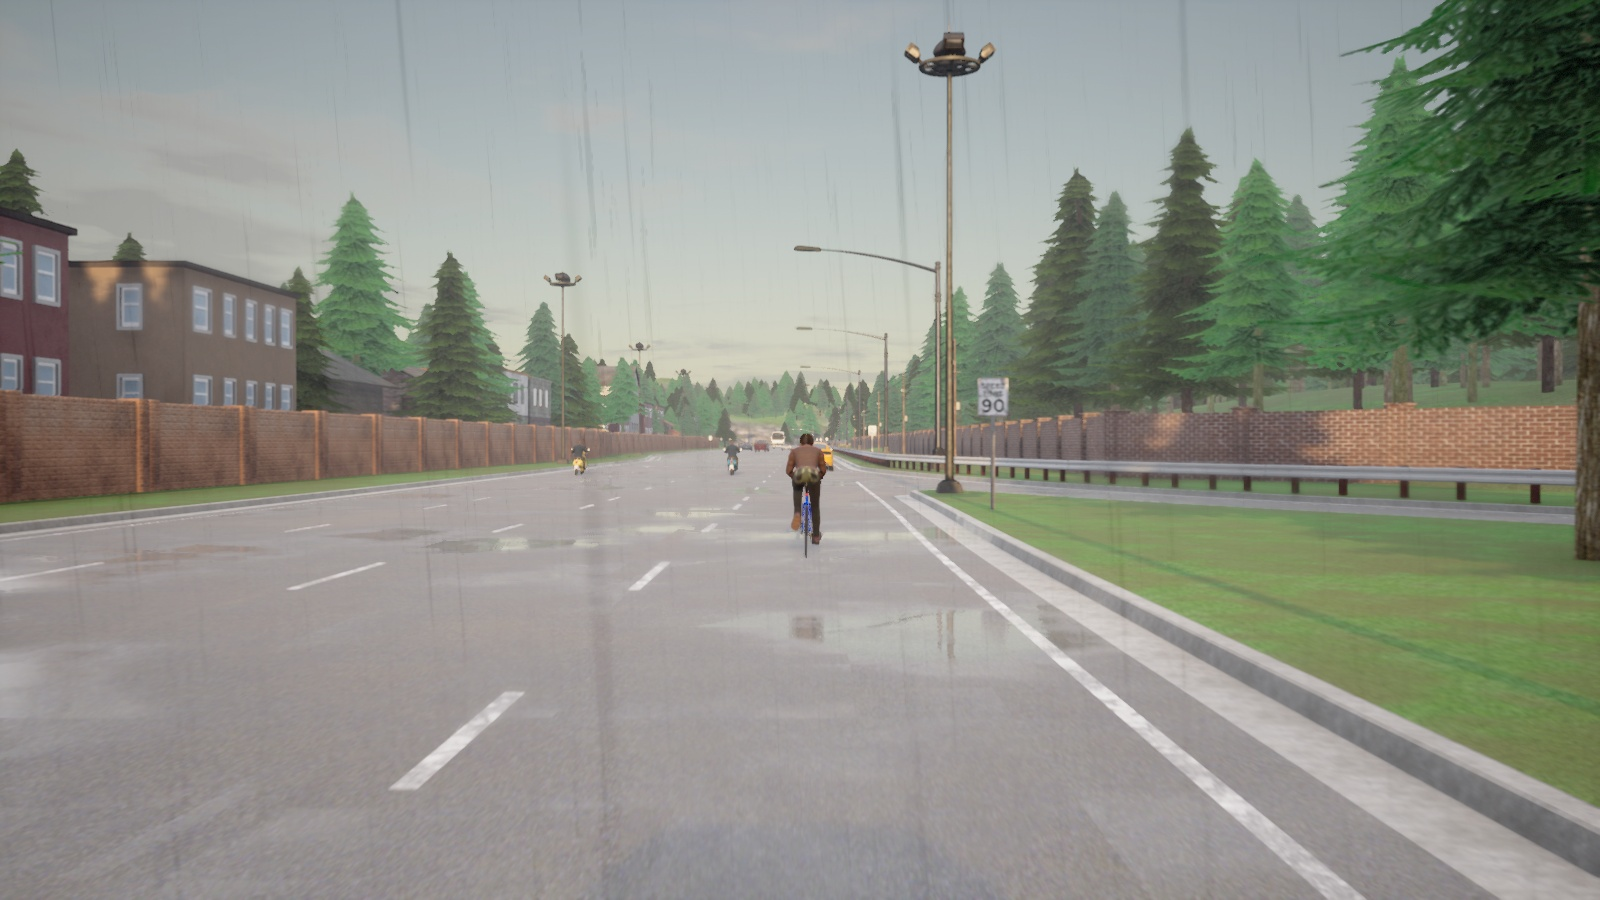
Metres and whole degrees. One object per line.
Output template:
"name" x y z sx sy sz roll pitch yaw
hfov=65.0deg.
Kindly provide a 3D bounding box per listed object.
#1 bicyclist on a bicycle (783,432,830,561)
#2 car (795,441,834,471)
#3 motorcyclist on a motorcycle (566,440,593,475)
"bicyclist on a bicycle" 0.092 0.596 16.698 0.582 1.620 1.656 0 -1 1
"car" 0.751 0.305 67.508 1.882 1.535 5.008 0 0 -2
"motorcyclist on a motorcycle" -10.076 0.336 57.428 0.866 1.590 1.817 0 0 0
